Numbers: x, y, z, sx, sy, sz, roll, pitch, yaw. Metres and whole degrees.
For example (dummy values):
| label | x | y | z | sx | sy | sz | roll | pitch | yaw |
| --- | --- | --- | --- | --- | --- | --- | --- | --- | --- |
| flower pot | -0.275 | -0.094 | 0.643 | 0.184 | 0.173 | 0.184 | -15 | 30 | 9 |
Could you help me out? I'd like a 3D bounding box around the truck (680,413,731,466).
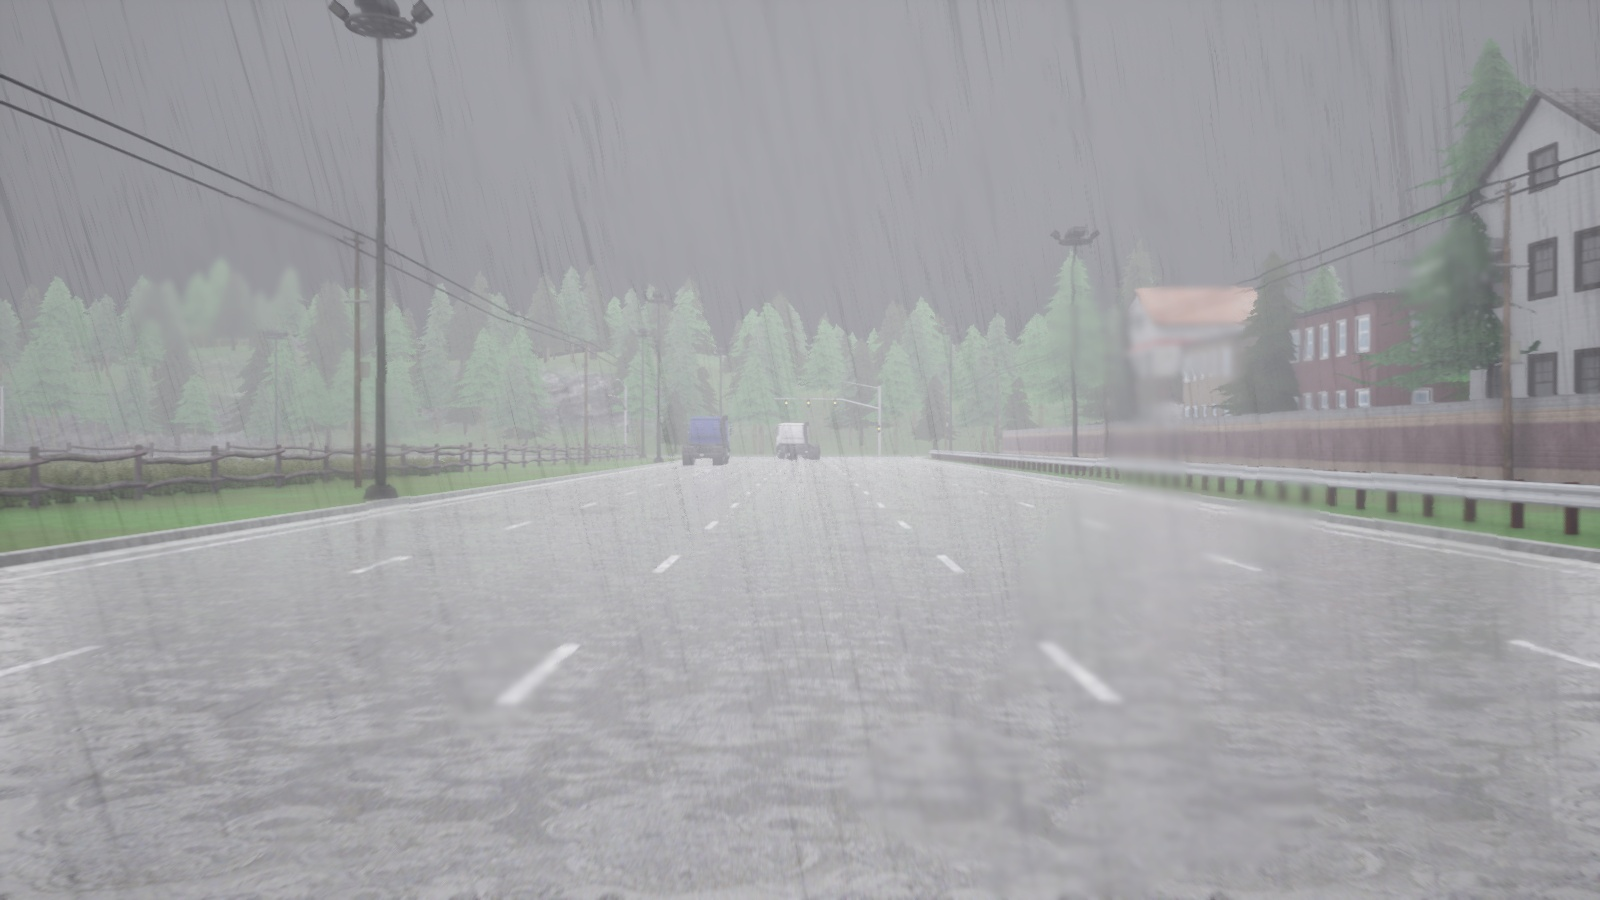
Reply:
| label | x | y | z | sx | sy | sz | roll | pitch | yaw |
| --- | --- | --- | --- | --- | --- | --- | --- | --- | --- |
| truck | -6.493 | -0.729 | 86.998 | 2.891 | 3.462 | 7.936 | 0 | 0 | 0 |
